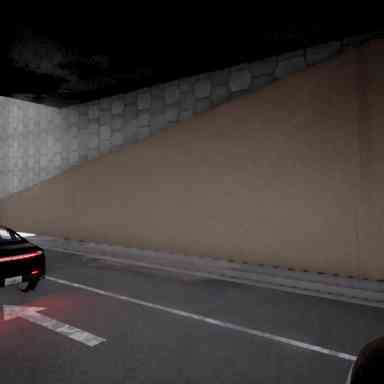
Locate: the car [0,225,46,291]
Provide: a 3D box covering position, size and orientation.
[{"bbox_3d":[-5.402,1.491,7.805,4.902,1.511,2.128,0,0,35],"label":"car"}]

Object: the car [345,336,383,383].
[{"bbox_3d":[3.363,1.492,1.509,4.902,1.511,2.128,0,0,36],"label":"car"}]
